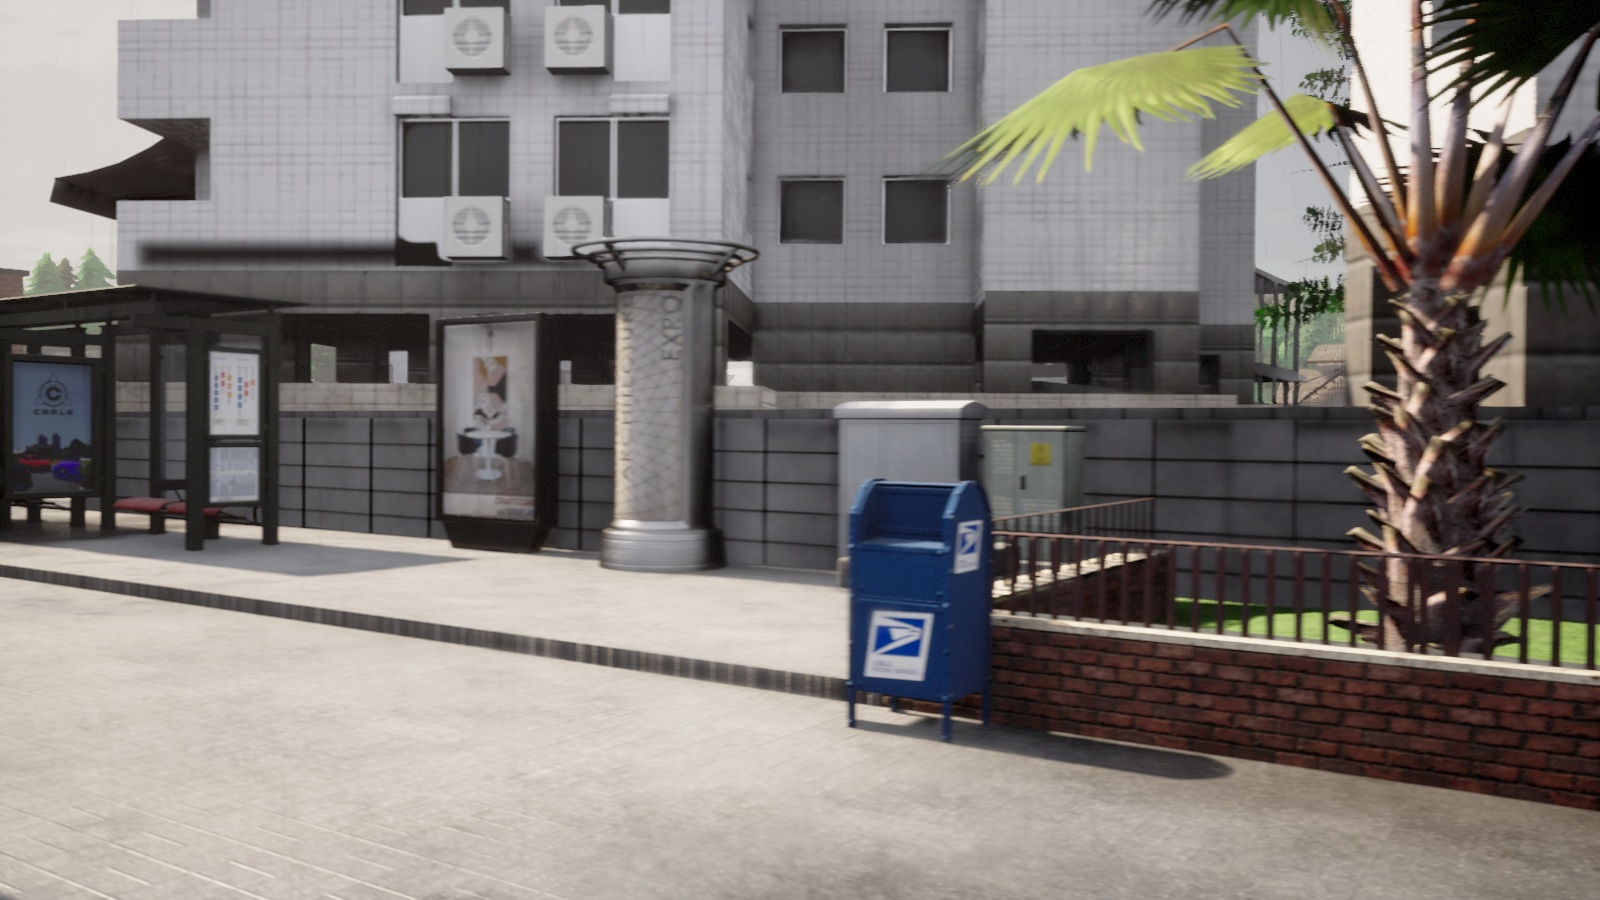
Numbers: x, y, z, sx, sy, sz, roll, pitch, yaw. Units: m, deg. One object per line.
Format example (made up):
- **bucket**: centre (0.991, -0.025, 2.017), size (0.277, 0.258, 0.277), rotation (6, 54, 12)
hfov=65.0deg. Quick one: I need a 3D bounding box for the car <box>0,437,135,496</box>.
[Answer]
- **car**: centre (-20.999, 0.419, 35.247), size (1.789, 1.549, 3.705), rotation (0, 1, 34)
